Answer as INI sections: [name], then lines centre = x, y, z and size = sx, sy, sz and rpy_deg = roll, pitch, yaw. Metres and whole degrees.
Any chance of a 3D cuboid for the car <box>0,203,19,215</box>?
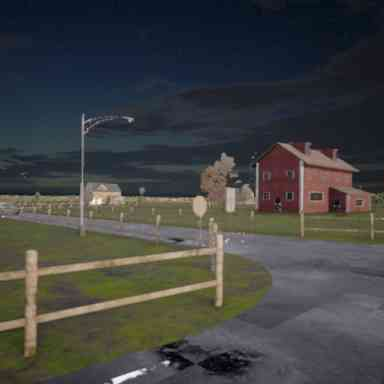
[car]
centre = -25.557, 2.284, 46.050
size = 2.097, 1.767, 4.553
rpy_deg = 1, -2, -43
